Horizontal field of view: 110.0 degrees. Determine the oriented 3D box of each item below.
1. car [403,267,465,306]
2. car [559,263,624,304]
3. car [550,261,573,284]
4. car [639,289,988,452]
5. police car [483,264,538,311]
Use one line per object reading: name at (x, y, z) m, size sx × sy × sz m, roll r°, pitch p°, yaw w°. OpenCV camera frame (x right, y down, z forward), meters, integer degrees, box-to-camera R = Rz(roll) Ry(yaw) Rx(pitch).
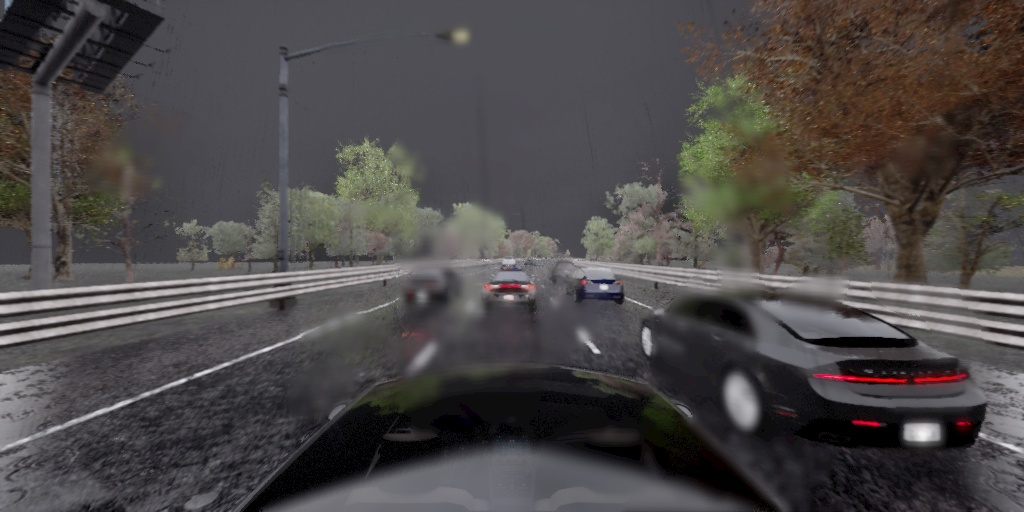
car at (-3.281, 1.227, 15.735) m, size 1.837 × 1.490 × 4.892 m, roll 1°, pitch 0°, yaw 1°
car at (3.640, 1.257, 16.375) m, size 2.163 × 1.488 × 4.792 m, roll 0°, pitch 0°, yaw 1°
car at (3.928, 1.189, 27.219) m, size 2.033 × 1.649 × 4.856 m, roll 0°, pitch 0°, yaw 2°
car at (3.503, 1.257, 5.468) m, size 1.837 × 1.490 × 4.892 m, roll 0°, pitch 0°, yaw 0°
police car at (0.009, 1.250, 14.553) m, size 2.038 × 1.542 × 4.974 m, roll 0°, pitch 0°, yaw 2°
